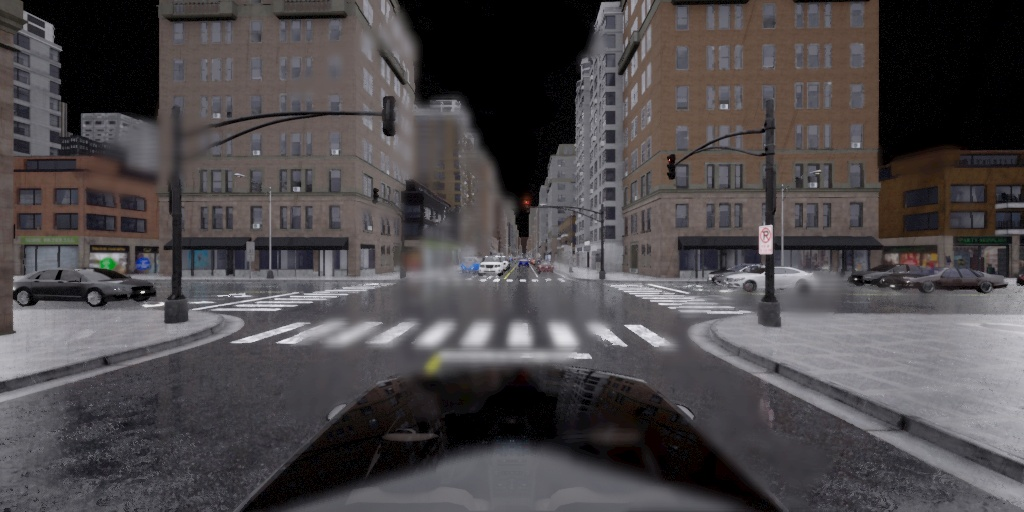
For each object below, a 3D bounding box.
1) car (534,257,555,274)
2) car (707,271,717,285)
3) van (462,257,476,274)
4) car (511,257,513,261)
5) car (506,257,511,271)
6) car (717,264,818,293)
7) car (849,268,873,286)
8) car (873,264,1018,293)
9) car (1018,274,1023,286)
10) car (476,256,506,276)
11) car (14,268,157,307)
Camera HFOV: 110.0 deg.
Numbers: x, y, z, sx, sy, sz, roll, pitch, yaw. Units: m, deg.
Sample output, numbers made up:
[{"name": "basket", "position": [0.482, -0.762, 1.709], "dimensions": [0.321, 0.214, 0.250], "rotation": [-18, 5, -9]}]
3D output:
[{"name": "car", "position": [3.850, 1.210, 40.936], "dimensions": [1.967, 1.591, 4.097], "rotation": [0, 0, 2]}, {"name": "car", "position": [15.667, 1.257, 23.836], "dimensions": [4.902, 1.511, 2.128], "rotation": [0, 0, 2]}, {"name": "van", "position": [-4.671, 1.111, 41.228], "dimensions": [1.690, 1.789, 3.998], "rotation": [0, 0, 2]}, {"name": "car", "position": [-1.325, 1.140, 57.643], "dimensions": [2.097, 1.767, 4.553], "rotation": [0, 0, 2]}, {"name": "car", "position": [-1.697, 0.998, 47.415], "dimensions": [2.150, 2.045, 5.566], "rotation": [0, 0, 2]}, {"name": "car", "position": [14.787, 1.291, 20.610], "dimensions": [4.674, 1.442, 1.812], "rotation": [0, 0, 3]}, {"name": "car", "position": [25.083, 1.283, 23.559], "dimensions": [4.892, 1.490, 1.837], "rotation": [0, 0, 2]}, {"name": "car", "position": [24.374, 1.325, 20.329], "dimensions": [5.357, 1.411, 2.033], "rotation": [0, 0, 2]}, {"name": "car", "position": [35.819, 1.361, 23.237], "dimensions": [4.181, 1.385, 1.994], "rotation": [0, 0, 2]}, {"name": "car", "position": [-2.059, 0.988, 36.971], "dimensions": [2.150, 2.045, 5.566], "rotation": [0, 0, 2]}, {"name": "car", "position": [-17.631, 1.239, 14.858], "dimensions": [4.892, 1.490, 1.837], "rotation": [0, 0, 2]}]
